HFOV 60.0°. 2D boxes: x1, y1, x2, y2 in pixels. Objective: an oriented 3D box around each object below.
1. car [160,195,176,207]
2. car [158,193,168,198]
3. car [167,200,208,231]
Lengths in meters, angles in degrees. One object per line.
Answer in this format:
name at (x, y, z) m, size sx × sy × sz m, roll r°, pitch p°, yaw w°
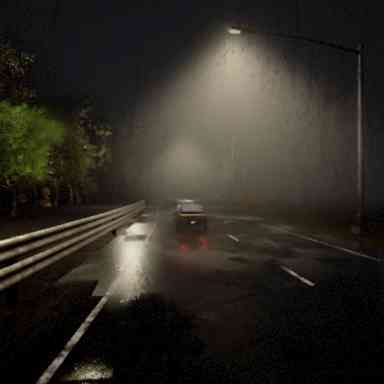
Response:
car at (-3.193, 1.503, 48.276) m, size 1.994 × 1.385 × 4.181 m, roll 0°, pitch 0°, yaw -6°
car at (-5.506, 1.423, 69.708) m, size 2.128 × 1.511 × 4.902 m, roll 0°, pitch 0°, yaw -6°
car at (-0.204, 1.471, 20.525) m, size 2.128 × 1.511 × 4.902 m, roll 0°, pitch 0°, yaw -6°
